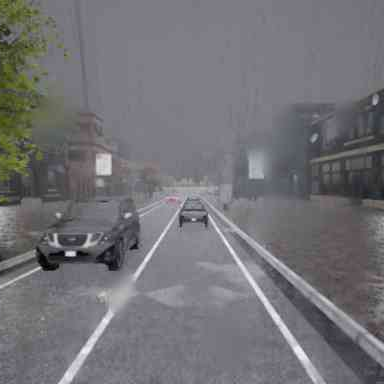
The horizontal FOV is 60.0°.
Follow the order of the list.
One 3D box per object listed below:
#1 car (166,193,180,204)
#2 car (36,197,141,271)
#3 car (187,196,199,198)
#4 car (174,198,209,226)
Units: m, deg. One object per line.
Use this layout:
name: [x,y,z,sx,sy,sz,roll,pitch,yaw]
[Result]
car: [-3.051,0.957,53.768,2.097,1.767,4.553,0,1,1]
car: [-3.099,1.206,11.254,2.150,2.045,5.566,0,0,0]
car: [0.105,1.250,40.786,2.128,1.511,4.902,0,1,0]
car: [0.102,1.422,22.477,2.128,1.511,4.902,0,0,0]
